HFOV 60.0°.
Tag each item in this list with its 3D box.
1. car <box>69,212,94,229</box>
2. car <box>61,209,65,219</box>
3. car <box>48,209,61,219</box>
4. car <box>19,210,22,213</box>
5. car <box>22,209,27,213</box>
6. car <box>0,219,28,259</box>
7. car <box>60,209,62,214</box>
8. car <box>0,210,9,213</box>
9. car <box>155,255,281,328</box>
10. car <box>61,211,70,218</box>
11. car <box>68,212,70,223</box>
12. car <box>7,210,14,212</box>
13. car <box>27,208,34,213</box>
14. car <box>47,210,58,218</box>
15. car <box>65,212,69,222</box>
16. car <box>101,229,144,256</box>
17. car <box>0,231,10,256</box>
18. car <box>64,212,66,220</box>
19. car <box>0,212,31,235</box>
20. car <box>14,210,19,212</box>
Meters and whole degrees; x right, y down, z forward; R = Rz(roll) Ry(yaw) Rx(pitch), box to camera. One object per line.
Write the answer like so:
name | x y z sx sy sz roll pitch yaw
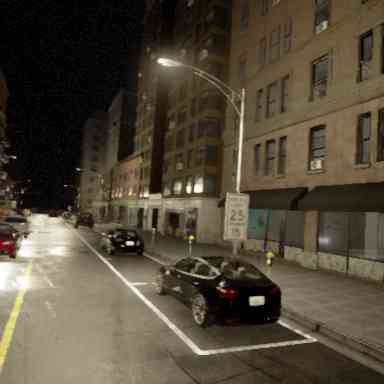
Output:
car | -12.609 3.317 38.664 2.192 1.841 5.009 5 -4 -23
car | -23.509 4.592 63.863 1.967 1.590 4.097 5 -4 -23
car | -28.910 4.683 69.201 1.882 1.535 5.008 5 -5 -23
car | -24.719 3.239 45.236 1.752 1.417 4.829 5 -4 -23
car | -29.145 3.727 55.474 1.887 1.381 4.507 5 -4 -23
car | -8.827 2.110 14.932 1.994 1.385 4.181 5 -4 -22
car | -25.688 4.825 68.904 1.967 1.590 4.097 5 -4 -23
car | -18.184 2.559 30.111 1.752 1.417 4.829 5 -4 -23
car | 0.444 2.241 8.394 1.947 1.339 4.313 5 -4 -23
car | -30.118 5.389 79.137 1.752 1.417 4.829 5 -4 -23
car | -14.867 3.761 43.848 1.752 1.417 4.829 5 -4 -23
car | -20.433 2.847 35.305 1.802 1.307 4.206 5 -4 -23
car | -37.854 4.561 75.646 1.967 1.590 4.097 5 -4 -23
car | -33.290 5.204 79.323 2.128 1.511 4.902 5 -5 -23
car | -16.979 4.008 48.731 2.008 1.369 4.403 5 -4 -23
car | -3.911 2.678 18.479 1.947 1.339 4.313 5 -4 -23
car | -4.903 1.645 5.865 2.128 1.511 4.902 5 -4 -21
car | -19.158 4.232 53.773 1.887 1.381 4.507 5 -4 -23
car | -12.788 2.472 24.111 1.812 1.442 4.674 5 -4 -23
car | -22.604 2.932 40.357 1.967 1.590 4.097 5 -4 -23
